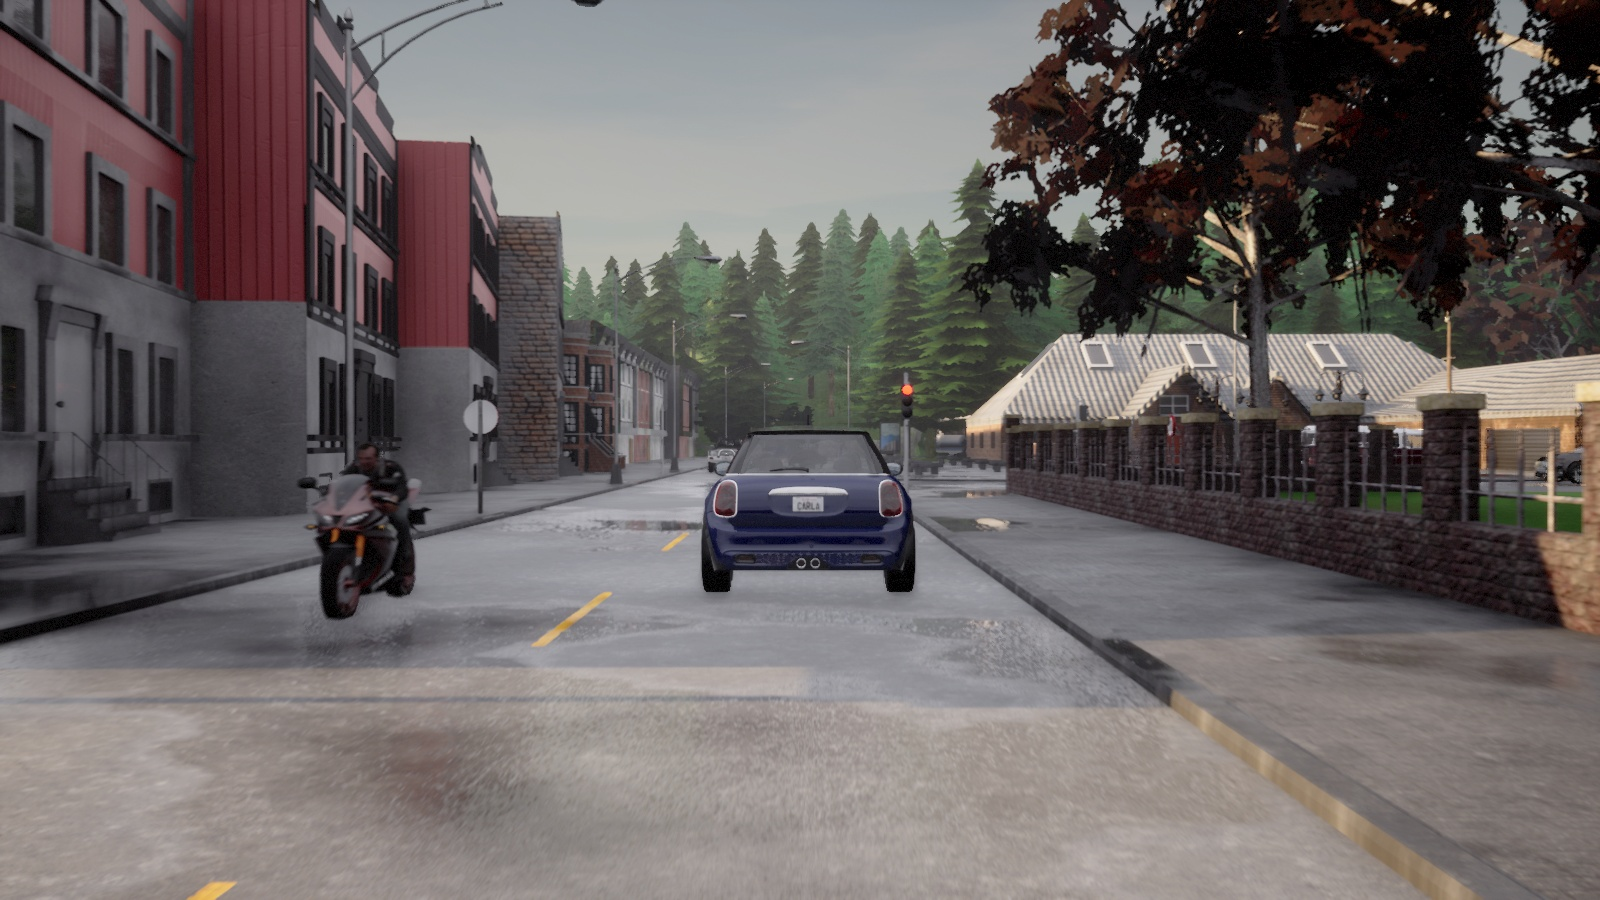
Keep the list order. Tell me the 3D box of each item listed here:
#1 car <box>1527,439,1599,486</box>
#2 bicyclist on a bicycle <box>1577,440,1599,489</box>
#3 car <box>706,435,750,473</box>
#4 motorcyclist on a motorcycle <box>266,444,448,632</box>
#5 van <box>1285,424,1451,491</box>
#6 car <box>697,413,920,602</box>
[{"bbox_3d":[29.301,0.445,45.371,4.856,1.649,2.033,0,0,4],"label":"car"},{"bbox_3d":[26.750,0.470,41.552,1.509,1.612,0.866,0,0,-1],"label":"bicyclist on a bicycle"},{"bbox_3d":[-3.628,0.199,64.171,1.932,1.855,4.605,0,0,0],"label":"car"},{"bbox_3d":[-3.921,0.714,11.340,0.866,1.530,2.191,0,0,0],"label":"motorcyclist on a motorcycle"},{"bbox_3d":[18.750,0.239,41.612,4.480,2.038,2.069,2,0,-1],"label":"van"},{"bbox_3d":[0.093,0.526,14.049,2.097,1.767,4.553,0,0,0],"label":"car"}]
